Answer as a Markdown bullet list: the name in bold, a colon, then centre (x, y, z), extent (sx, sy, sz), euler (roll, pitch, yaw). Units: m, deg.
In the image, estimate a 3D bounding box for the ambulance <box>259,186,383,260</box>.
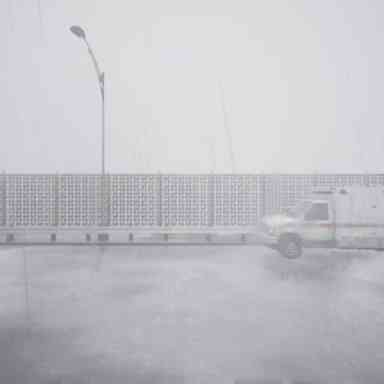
- **ambulance**: centre (5.698, 1.028, 11.918), extent (6.366, 2.431, 2.351), euler (0, 0, 0)
